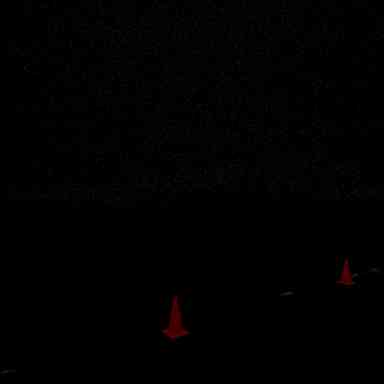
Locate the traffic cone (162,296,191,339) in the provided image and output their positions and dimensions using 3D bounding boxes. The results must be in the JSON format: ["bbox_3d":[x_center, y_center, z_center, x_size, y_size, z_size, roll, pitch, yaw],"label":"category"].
[{"bbox_3d":[-0.254,1.954,5.316,0.340,0.580,0.340,0,0,-35],"label":"traffic cone"}]

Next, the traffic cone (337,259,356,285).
[{"bbox_3d":[3.817,1.952,8.218,0.340,0.580,0.340,0,0,-35],"label":"traffic cone"}]
